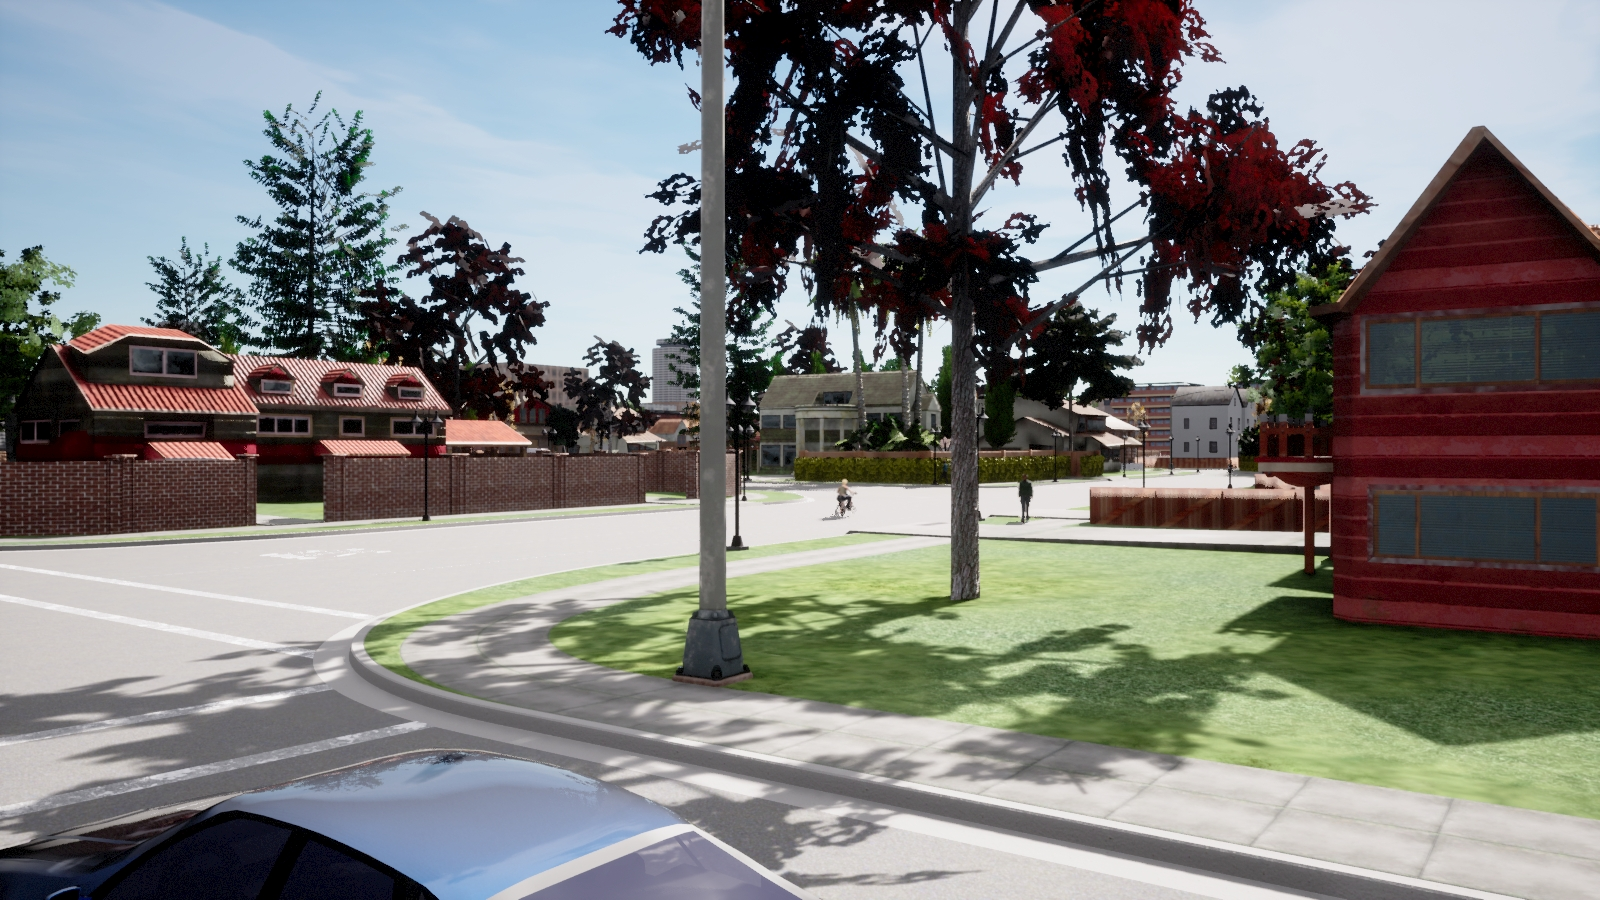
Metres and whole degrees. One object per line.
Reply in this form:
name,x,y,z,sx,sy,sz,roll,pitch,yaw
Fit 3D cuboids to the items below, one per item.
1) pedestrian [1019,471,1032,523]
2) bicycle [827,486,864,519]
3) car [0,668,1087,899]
pedestrian,8.132,1.704,41.189,0.375,1.860,0.375,0,0,22
bicycle,1.866,2.145,46.827,0.859,1.301,1.487,0,0,34
car,-1.713,2.106,4.943,5.357,1.411,2.033,0,0,36
